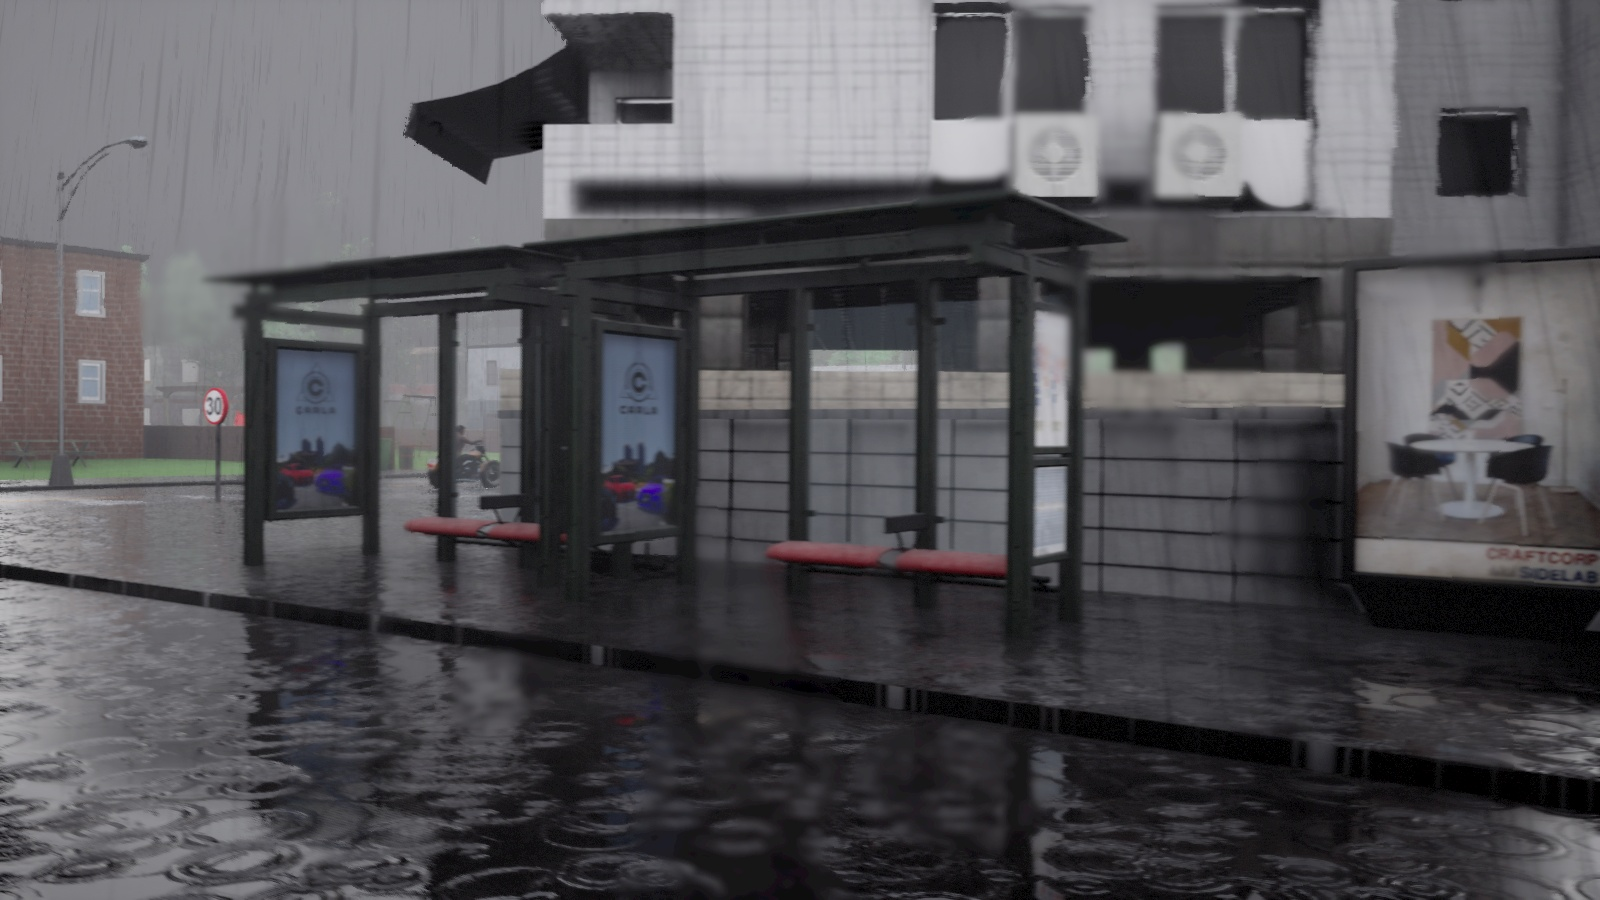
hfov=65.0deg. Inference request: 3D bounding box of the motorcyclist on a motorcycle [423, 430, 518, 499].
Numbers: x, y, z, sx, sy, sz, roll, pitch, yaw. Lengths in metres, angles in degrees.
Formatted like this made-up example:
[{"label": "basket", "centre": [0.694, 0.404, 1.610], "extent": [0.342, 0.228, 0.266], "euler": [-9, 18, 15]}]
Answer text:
[{"label": "motorcyclist on a motorcycle", "centre": [-8.198, 0.328, 31.365], "extent": [0.766, 1.649, 2.350], "euler": [0, 1, 34]}]
